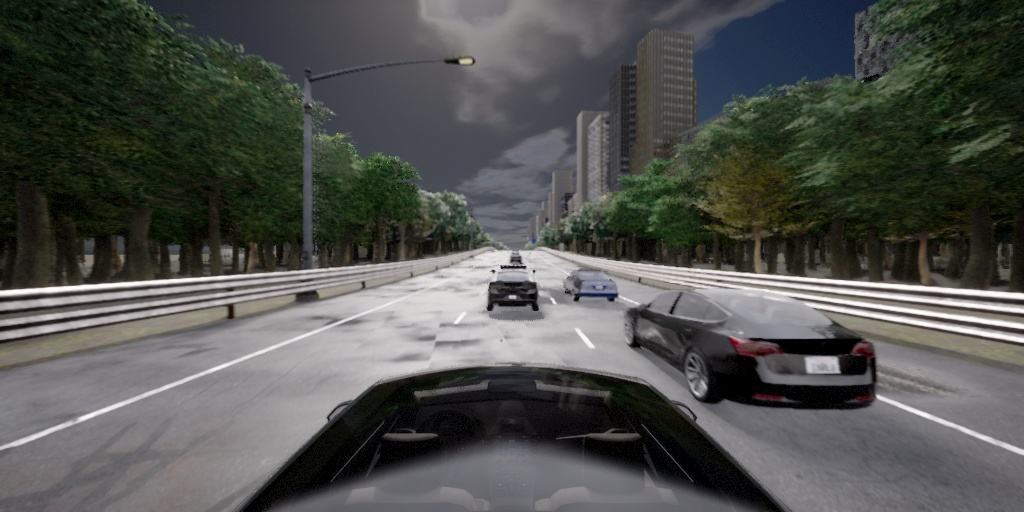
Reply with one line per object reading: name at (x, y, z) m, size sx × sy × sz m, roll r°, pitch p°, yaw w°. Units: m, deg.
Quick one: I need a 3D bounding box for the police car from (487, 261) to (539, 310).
police car at (0.054, 1.199, 14.934) m, size 1.930 × 1.638 × 5.238 m, roll 0°, pitch 0°, yaw 1°

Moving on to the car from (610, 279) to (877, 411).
car at (3.513, 1.279, 6.373) m, size 2.163 × 1.488 × 4.792 m, roll 0°, pitch 0°, yaw 1°

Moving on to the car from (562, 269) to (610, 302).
car at (3.619, 1.321, 17.336) m, size 2.033 × 1.411 × 5.357 m, roll 0°, pitch 0°, yaw 1°

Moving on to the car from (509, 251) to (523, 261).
car at (0.570, 0.383, 54.269) m, size 1.837 × 1.490 × 4.892 m, roll 0°, pitch 2°, yaw 1°
